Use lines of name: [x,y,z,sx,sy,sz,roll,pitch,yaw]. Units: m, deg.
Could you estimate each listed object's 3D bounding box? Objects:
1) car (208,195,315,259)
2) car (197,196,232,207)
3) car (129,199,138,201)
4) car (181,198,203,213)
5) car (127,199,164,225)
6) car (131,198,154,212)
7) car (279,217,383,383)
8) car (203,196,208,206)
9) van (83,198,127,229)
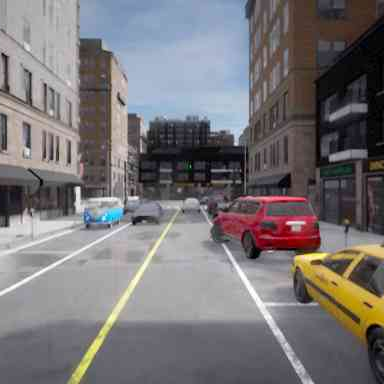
car: [2.530,1.174,12.598,2.150,2.045,5.566,0,0,-13]
car: [3.331,1.331,48.477,4.902,1.511,2.128,0,0,-40]
car: [-5.533,1.428,32.098,2.008,1.369,4.403,0,0,0]
car: [-0.074,1.389,35.616,1.812,1.442,4.674,0,0,0]
car: [-2.953,1.458,23.227,2.033,1.411,5.357,0,0,0]
car: [-5.559,1.421,37.760,1.947,1.339,4.313,0,0,0]
car: [3.003,1.437,5.052,1.801,1.575,5.366,0,0,0]
car: [2.492,1.192,32.134,2.192,1.841,5.009,0,0,0]
van: [-5.481,1.261,20.774,1.690,1.788,3.998,0,0,0]
